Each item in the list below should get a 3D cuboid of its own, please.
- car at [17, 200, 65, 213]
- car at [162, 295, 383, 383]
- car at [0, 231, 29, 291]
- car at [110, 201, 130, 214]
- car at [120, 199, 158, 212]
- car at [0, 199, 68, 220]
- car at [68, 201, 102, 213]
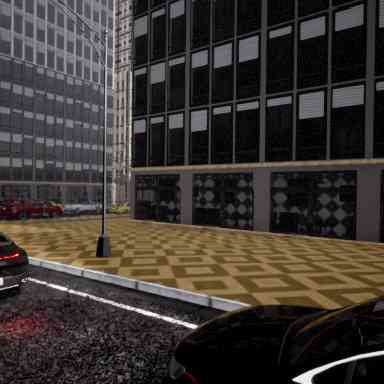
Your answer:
[{"bbox_3d":[-17.636,1.643,39.063,1.752,1.417,4.829,1,0,37],"label":"car"},{"bbox_3d":[1.974,1.505,2.267,4.892,1.490,1.837,0,0,36],"label":"car"},{"bbox_3d":[-5.742,1.500,7.811,4.892,1.490,1.837,0,0,36],"label":"car"},{"bbox_3d":[-7.342,1.830,38.862,1.752,1.417,4.829,1,0,37],"label":"car"},{"bbox_3d":[-6.861,1.778,43.834,1.882,1.535,5.008,1,0,37],"label":"car"},{"bbox_3d":[-14.173,1.519,29.675,2.192,1.841,5.009,1,0,37],"label":"car"},{"bbox_3d":[-13.181,1.795,40.699,1.895,1.301,4.718,1,0,37],"label":"car"}]
